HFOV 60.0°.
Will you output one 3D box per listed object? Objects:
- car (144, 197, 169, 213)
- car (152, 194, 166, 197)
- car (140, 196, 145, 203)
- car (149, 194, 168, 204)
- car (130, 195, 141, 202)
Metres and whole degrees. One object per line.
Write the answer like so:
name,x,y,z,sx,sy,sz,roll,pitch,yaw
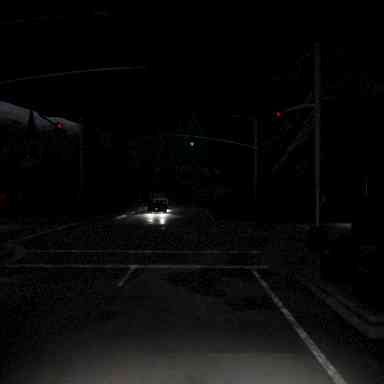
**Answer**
car,-3.759,1.573,36.481,1.994,1.385,4.181,0,0,-2
car,-4.509,1.232,46.107,2.150,2.045,5.566,0,0,-10
car,-6.880,1.614,55.748,1.895,1.301,4.718,0,0,-19
car,-6.599,1.367,64.902,2.097,1.767,4.553,0,0,-27
car,-12.348,1.498,73.208,4.902,1.511,2.128,0,0,42
